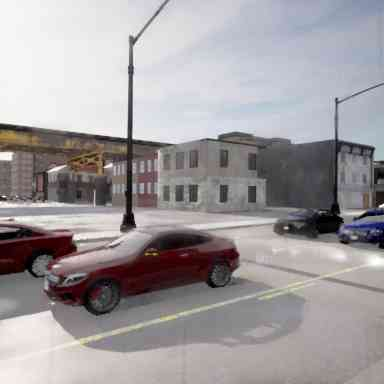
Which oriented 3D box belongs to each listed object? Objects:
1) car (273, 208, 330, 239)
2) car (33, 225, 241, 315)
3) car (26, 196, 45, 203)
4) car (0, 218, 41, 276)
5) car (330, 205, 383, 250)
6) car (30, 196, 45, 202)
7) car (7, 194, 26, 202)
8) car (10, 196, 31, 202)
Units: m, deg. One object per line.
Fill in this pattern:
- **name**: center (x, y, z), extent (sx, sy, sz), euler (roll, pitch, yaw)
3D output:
- **car**: center (6.153, 1.559, 17.310), extent (4.181, 1.385, 1.994), euler (0, 0, -37)
- **car**: center (-0.899, 1.533, 7.715), extent (4.674, 1.442, 1.812), euler (0, 0, -37)
- **car**: center (-35.870, 1.779, 77.158), extent (2.038, 1.542, 4.974), euler (1, 0, -6)
- **car**: center (-5.586, 1.483, 8.590), extent (5.008, 1.535, 1.882), euler (0, 0, -37)
- **car**: center (8.259, 1.520, 14.509), extent (4.674, 1.442, 1.812), euler (0, 0, -37)
- **car**: center (-35.875, 1.621, 77.211), extent (1.853, 1.218, 4.536), euler (1, 0, -6)
- **car**: center (-39.598, 1.737, 77.013), extent (4.974, 1.542, 2.038), euler (0, -1, 24)
- **car**: center (-39.644, 1.579, 77.035), extent (4.536, 1.218, 1.853), euler (0, -1, 24)
